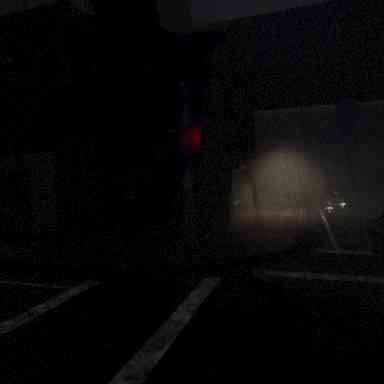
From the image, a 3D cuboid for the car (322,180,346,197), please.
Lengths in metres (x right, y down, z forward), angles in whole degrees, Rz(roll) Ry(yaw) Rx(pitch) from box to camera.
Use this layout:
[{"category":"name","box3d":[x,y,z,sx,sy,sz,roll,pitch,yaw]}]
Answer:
[{"category":"car","box3d":[13.442,-0.349,31.658,2.128,1.511,4.902,-1,3,19]}]

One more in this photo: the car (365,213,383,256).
[{"category":"car","box3d":[5.298,1.092,7.398,1.895,1.301,4.718,-1,3,18]}]
